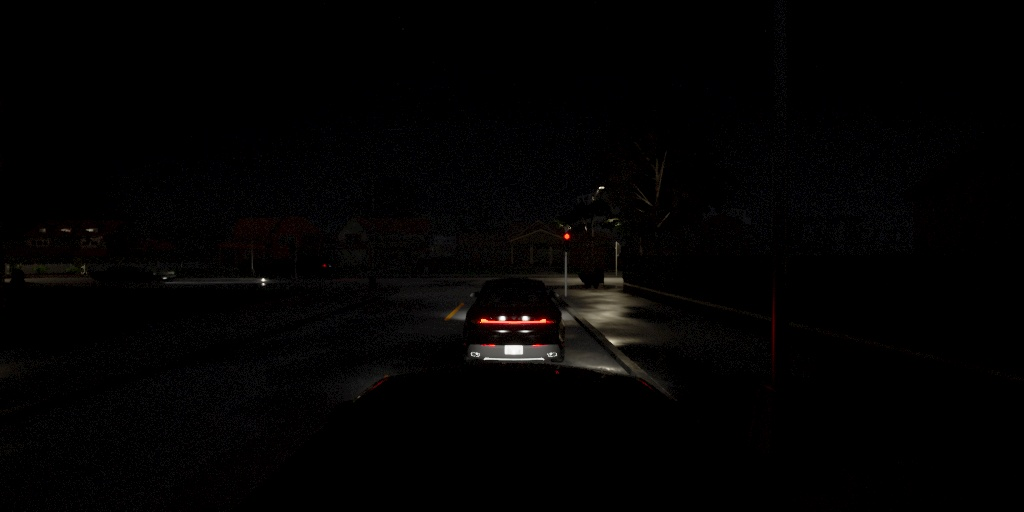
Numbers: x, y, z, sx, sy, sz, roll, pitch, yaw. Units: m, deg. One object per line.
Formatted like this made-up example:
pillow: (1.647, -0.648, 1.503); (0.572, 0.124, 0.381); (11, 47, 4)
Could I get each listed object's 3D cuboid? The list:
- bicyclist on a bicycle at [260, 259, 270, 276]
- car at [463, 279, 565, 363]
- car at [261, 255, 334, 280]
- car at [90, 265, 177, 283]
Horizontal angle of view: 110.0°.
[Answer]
bicyclist on a bicycle: (-24.169, 1.098, 35.189); (0.582, 1.620, 1.656); (0, 0, 0)
car: (0.052, 1.255, 8.153); (1.837, 1.490, 4.892); (0, 0, 1)
car: (-18.452, 0.971, 31.059); (5.566, 2.045, 2.150); (0, 0, -1)
car: (-28.158, 1.350, 26.787); (4.718, 1.301, 1.895); (0, 0, 0)
